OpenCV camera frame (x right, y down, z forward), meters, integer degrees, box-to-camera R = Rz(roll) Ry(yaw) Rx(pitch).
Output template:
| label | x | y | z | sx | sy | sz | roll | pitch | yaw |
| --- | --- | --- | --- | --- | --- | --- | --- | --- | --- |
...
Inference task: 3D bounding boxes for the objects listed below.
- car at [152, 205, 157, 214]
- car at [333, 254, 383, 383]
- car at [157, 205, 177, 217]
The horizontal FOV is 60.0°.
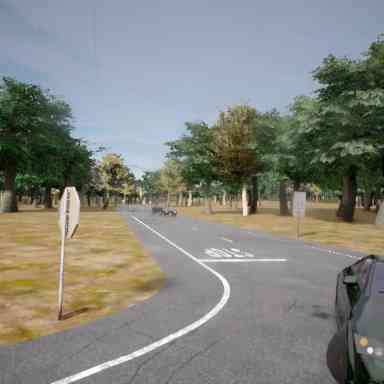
| label | x | y | z | sx | sy | sz | roll | pitch | yaw |
| --- | --- | --- | --- | --- | --- | --- | --- | --- | --- |
| car | -5.731 | 2.962 | 56.895 | 1.882 | 1.535 | 5.008 | 3 | -2 | -14 |
| car | 3.124 | 1.643 | 4.648 | 1.994 | 1.385 | 4.181 | 1 | -1 | 22 |
| car | -3.474 | 2.851 | 48.049 | 1.895 | 1.301 | 4.718 | 3 | -2 | -13 |
